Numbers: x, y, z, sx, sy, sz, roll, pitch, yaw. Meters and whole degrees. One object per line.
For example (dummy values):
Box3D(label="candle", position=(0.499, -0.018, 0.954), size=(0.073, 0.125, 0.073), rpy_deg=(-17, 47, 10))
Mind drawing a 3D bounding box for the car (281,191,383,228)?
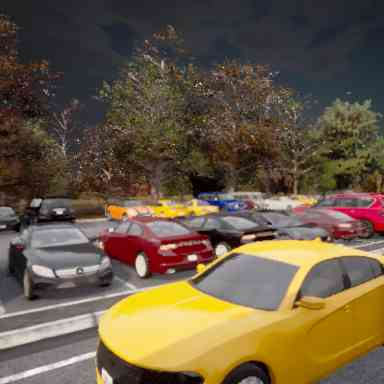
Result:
Box3D(label="car", position=(7.701, 1.113, 16.913), size=(2.435, 2.045, 5.566), rpy_deg=(-1, 1, -35))

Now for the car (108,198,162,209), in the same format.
Box3D(label="car", position=(-4.501, 1.330, 24.336), size=(2.185, 1.767, 4.553), rpy_deg=(-1, 1, -35))

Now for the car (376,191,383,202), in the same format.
Box3D(label="car", position=(29.816, 0.709, 48.364), size=(2.097, 1.535, 5.008), rpy_deg=(-1, 1, -35))

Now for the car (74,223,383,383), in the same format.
Box3D(label="car", position=(1.238, 1.460, 4.564), size=(5.008, 1.535, 1.882), rpy_deg=(0, 0, -35))

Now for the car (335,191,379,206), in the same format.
Box3D(label="car", position=(20.716, 0.791, 41.939), size=(2.185, 1.767, 4.553), rpy_deg=(-1, 1, -35))

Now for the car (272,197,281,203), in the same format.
Box3D(label="car", position=(9.299, 1.207, 33.976), size=(2.002, 1.452, 4.674), rpy_deg=(-1, 1, -35))

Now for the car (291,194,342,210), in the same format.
Box3D(label="car", position=(13.856, 1.069, 37.176), size=(2.231, 1.521, 4.892), rpy_deg=(-1, 1, -35))

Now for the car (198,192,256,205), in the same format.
Box3D(label="car", position=(2.472, 1.061, 29.152), size=(2.435, 2.045, 5.566), rpy_deg=(-1, 1, -35))

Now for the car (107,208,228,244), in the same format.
Box3D(label="car", position=(-1.400, 1.521, 10.490), size=(2.097, 1.535, 5.008), rpy_deg=(-1, 0, -35))

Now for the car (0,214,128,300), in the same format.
Box3D(label="car", position=(-3.689, 1.581, 8.897), size=(2.002, 1.452, 4.674), rpy_deg=(-1, 0, -35))

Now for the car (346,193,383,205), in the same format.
Box3D(label="car", position=(22.979, 0.905, 43.568), size=(2.002, 1.452, 4.674), rpy_deg=(-1, 1, -35))

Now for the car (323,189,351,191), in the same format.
Box3D(label="car", position=(18.433, 0.717, 40.342), size=(2.435, 2.045, 5.566), rpy_deg=(-1, 1, -35))

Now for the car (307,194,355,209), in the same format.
Box3D(label="car", position=(16.122, 1.048, 38.792), size=(2.163, 1.488, 4.792), rpy_deg=(-1, 1, -35))

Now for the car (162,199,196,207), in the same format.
Box3D(label="car", position=(-2.198, 1.412, 25.906), size=(2.097, 1.535, 5.008), rpy_deg=(-1, 1, -35))

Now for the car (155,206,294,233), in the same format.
Box3D(label="car", position=(0.883, 1.493, 12.092), size=(2.097, 1.535, 5.008), rpy_deg=(-1, 0, -35))

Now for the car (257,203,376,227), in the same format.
Box3D(label="car", position=(5.445, 1.453, 15.294), size=(2.002, 1.452, 4.674), rpy_deg=(-1, 1, -35))

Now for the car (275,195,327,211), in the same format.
Box3D(label="car", position=(11.577, 1.117, 35.577), size=(2.097, 1.535, 5.008), rpy_deg=(-1, 1, -35))

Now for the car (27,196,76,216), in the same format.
Box3D(label="car", position=(-9.070, 1.267, 21.129), size=(2.435, 2.045, 5.566), rpy_deg=(-1, 0, -35))

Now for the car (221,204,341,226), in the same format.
Box3D(label="car", position=(3.179, 1.487, 13.673), size=(2.163, 1.488, 4.792), rpy_deg=(-1, 1, -35))

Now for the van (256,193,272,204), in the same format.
Box3D(label="van", position=(4.804, 1.038, 30.679), size=(1.878, 1.987, 4.442), rpy_deg=(-1, 1, -35))

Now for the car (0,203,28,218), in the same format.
Box3D(label="car", position=(-11.339, 1.537, 19.511), size=(2.097, 1.535, 5.008), rpy_deg=(0, 0, -35))

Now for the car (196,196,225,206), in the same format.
Box3D(label="car", position=(0.073, 1.358, 27.731), size=(1.946, 1.575, 5.366), rpy_deg=(-1, 1, -35))
